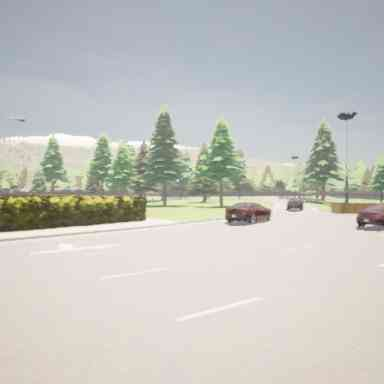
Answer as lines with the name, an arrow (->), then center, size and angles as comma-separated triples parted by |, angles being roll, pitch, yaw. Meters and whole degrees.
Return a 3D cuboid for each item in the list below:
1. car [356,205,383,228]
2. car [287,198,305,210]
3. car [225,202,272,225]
car -> 12.210, 1.527, 21.070 | 4.674, 1.442, 1.812 | 0, 0, -36
car -> 13.032, 1.494, 41.889 | 2.128, 1.511, 4.902 | 0, 0, 20
car -> 4.275, 1.479, 24.578 | 1.882, 1.535, 5.008 | 0, 0, 35
